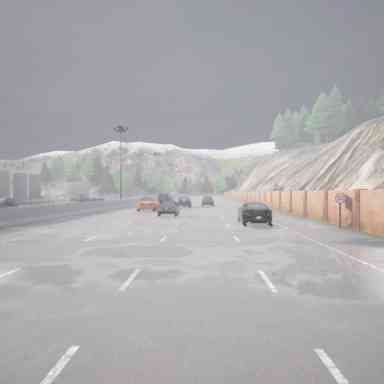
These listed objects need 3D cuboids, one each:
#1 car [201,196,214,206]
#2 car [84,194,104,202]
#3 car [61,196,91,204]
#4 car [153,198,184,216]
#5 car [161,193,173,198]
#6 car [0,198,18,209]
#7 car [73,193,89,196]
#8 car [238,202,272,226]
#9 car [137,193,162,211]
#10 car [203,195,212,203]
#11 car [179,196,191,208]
[{"bbox_3d":[2.540,1.491,53.255,2.128,1.511,4.902,0,0,3],"label":"car"},{"bbox_3d":[-18.206,1.601,62.777,1.895,1.301,4.718,0,0,3],"label":"car"},{"bbox_3d":[-15.662,1.601,44.460,1.895,1.301,4.718,0,0,3],"label":"car"},{"bbox_3d":[-2.180,1.548,32.188,2.033,1.411,5.357,0,0,2],"label":"car"},{"bbox_3d":[-4.398,1.221,54.537,2.150,2.045,5.566,0,0,3],"label":"car"},{"bbox_3d":[-26.082,1.525,46.070,1.812,1.442,4.674,0,0,3],"label":"car"},{"bbox_3d":[-21.607,1.219,64.701,2.150,2.045,5.566,0,0,2],"label":"car"},{"bbox_3d":[4.333,1.477,23.338,1.882,1.535,5.008,0,0,3],"label":"car"},{"bbox_3d":[-5.169,1.352,39.904,2.097,1.767,4.553,0,0,1],"label":"car"},{"bbox_3d":[3.200,1.478,69.624,1.882,1.535,5.008,0,0,2],"label":"car"},{"bbox_3d":[-1.154,1.352,48.210,2.097,1.767,4.553,0,0,-1],"label":"car"}]
